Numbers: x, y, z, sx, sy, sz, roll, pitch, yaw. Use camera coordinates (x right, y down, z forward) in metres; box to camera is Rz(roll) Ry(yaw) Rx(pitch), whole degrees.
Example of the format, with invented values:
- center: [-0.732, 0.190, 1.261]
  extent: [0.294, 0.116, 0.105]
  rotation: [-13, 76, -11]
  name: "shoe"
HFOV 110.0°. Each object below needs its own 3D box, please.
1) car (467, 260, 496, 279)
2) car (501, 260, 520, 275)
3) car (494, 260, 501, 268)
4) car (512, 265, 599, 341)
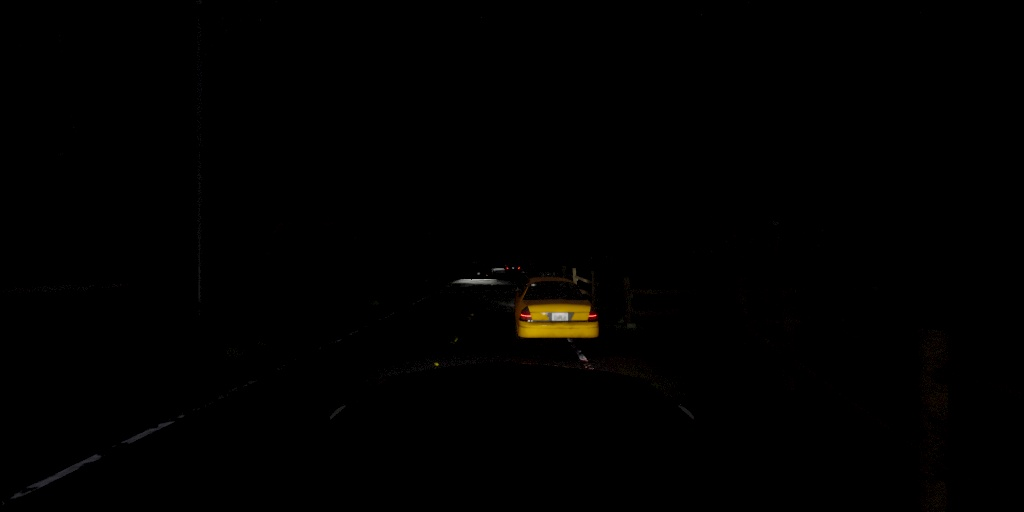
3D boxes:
- center: [-2.816, 1.315, 32.222]
  extent: [1.994, 1.385, 4.181]
  rotation: [0, 0, 0]
  name: "car"
- center: [0.125, 1.303, 39.701]
  extent: [2.033, 1.411, 5.357]
  rotation: [0, 0, 0]
  name: "car"
- center: [-2.684, 1.372, 59.996]
  extent: [1.895, 1.301, 4.718]
  rotation: [0, 0, 0]
  name: "car"
- center: [0.972, 1.204, 9.814]
  extent: [1.801, 1.575, 5.366]
  rotation: [0, 0, 0]
  name: "car"
